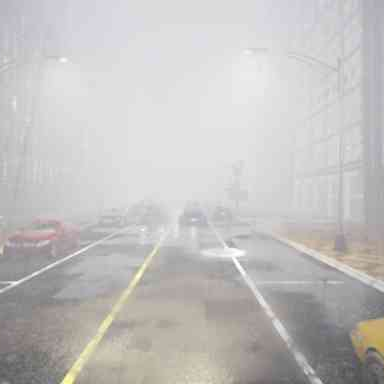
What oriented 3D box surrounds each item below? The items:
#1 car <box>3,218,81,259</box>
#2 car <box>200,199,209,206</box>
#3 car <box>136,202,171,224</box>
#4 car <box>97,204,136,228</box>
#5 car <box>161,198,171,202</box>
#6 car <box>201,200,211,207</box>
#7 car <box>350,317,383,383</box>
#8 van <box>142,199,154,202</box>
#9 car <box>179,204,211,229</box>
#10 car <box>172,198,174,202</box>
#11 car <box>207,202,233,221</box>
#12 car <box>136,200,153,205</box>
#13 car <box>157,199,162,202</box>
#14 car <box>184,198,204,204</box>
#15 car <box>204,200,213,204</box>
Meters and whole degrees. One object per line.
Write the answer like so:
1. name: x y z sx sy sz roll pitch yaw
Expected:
1. car: -5.695 1.728 13.210 1.802 1.307 4.206 0 -1 0
2. car: 2.650 2.270 70.291 1.752 1.417 4.829 0 -1 0
3. car: -3.082 1.808 27.654 1.837 1.490 4.892 0 -1 0
4. car: -5.703 1.819 24.595 2.008 1.369 4.403 0 -1 0
5. car: -5.727 2.125 64.439 1.967 1.590 4.097 0 -1 0
6. car: 2.653 2.267 64.429 1.802 1.307 4.206 0 -1 0
7. car: 2.693 1.549 1.990 1.752 1.417 4.829 0 -1 0
8. van: -5.712 1.791 41.673 1.690 1.788 3.998 0 -1 0
9. car: 0.086 1.824 23.813 1.994 1.385 4.181 0 -1 0
10. car: -5.735 2.367 75.823 1.947 1.339 4.313 0 -1 0
11. car: 2.675 1.895 30.280 1.947 1.339 4.313 0 -1 0
12. car: -5.710 1.934 35.979 1.887 1.381 4.507 0 -1 0
13. car: -5.717 2.091 47.363 1.802 1.307 4.206 0 -1 0
14. car: 0.074 1.800 41.490 2.097 1.767 4.553 0 -1 0
15. car: 2.661 2.008 53.046 1.967 1.590 4.097 0 -1 0
